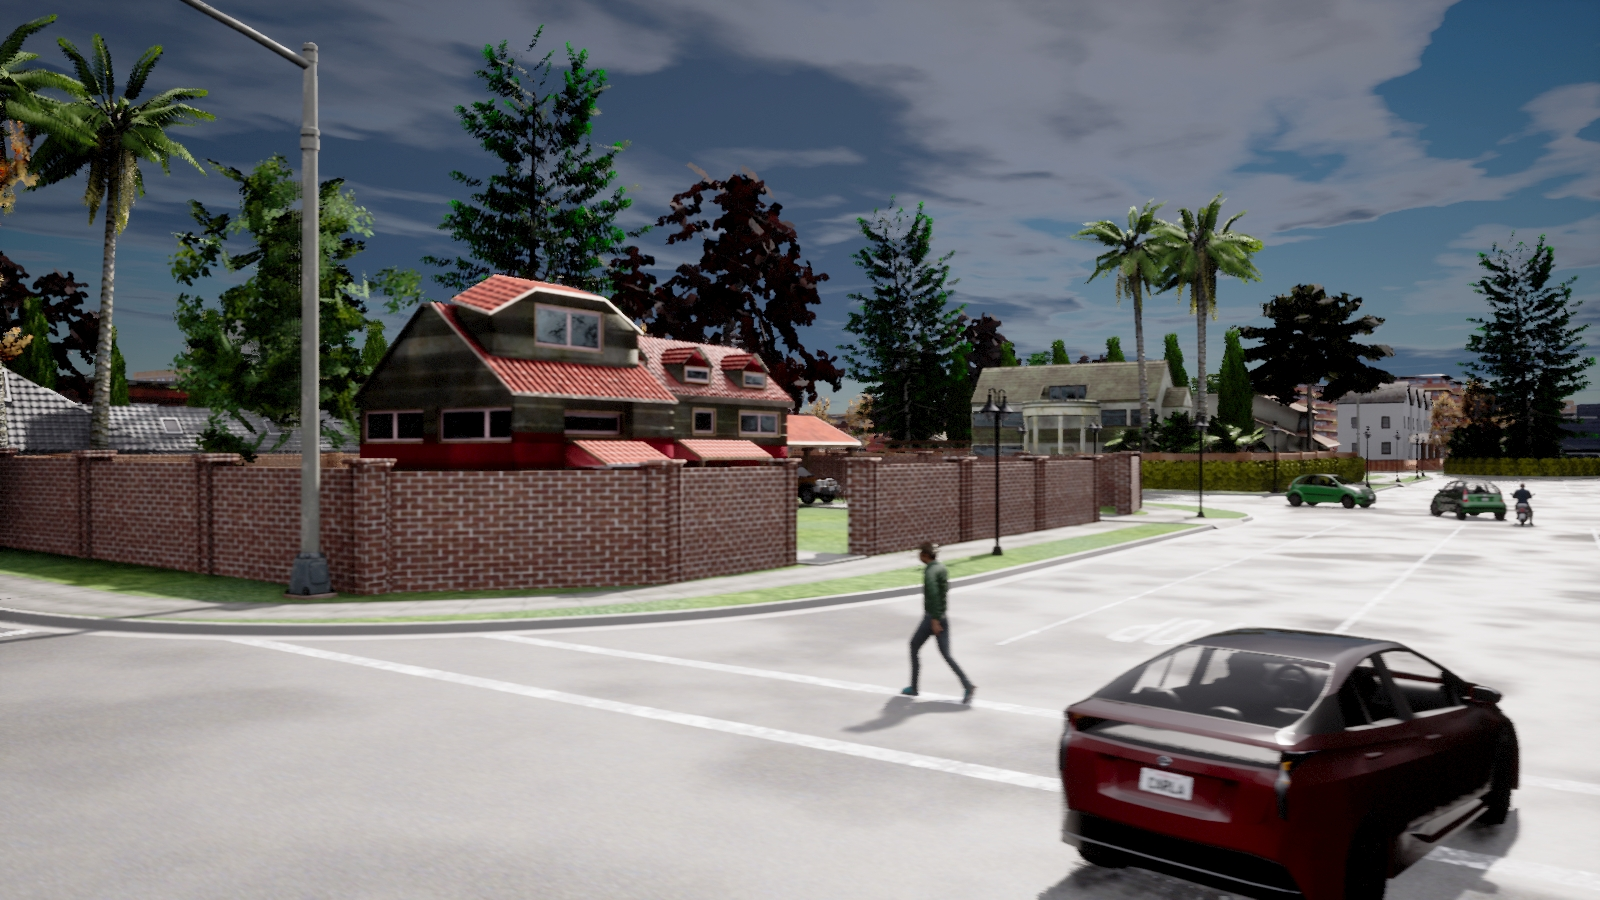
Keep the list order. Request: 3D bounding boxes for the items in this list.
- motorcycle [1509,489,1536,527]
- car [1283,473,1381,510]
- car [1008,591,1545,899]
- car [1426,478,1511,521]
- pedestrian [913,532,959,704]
[{"bbox_3d":[27.408,2.178,43.334,0.856,1.341,1.805,0,0,33],"label":"motorcycle"},{"bbox_3d":[26.046,2.002,56.026,1.851,1.617,3.988,0,0,-35],"label":"car"},{"bbox_3d":[3.618,2.042,8.172,2.007,1.525,4.514,0,0,45],"label":"car"},{"bbox_3d":[28.188,2.055,48.310,1.851,1.617,3.988,0,0,10],"label":"car"},{"bbox_3d":[1.532,1.870,12.857,0.375,1.860,0.375,0,0,36],"label":"pedestrian"}]
